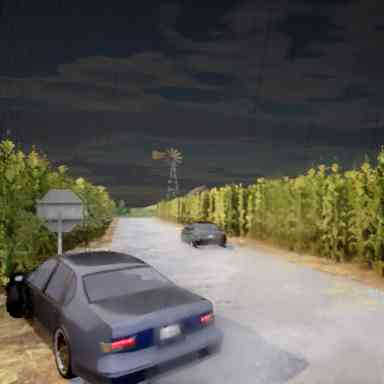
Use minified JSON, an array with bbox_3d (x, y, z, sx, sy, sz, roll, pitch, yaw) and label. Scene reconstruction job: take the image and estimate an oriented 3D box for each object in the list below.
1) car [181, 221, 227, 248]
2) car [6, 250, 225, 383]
[{"bbox_3d":[0.600,2.417,19.612,1.994,1.385,4.181,0,-2,-13],"label":"car"},{"bbox_3d":[-1.806,1.776,5.882,2.033,1.411,5.357,1,-2,-38],"label":"car"}]
